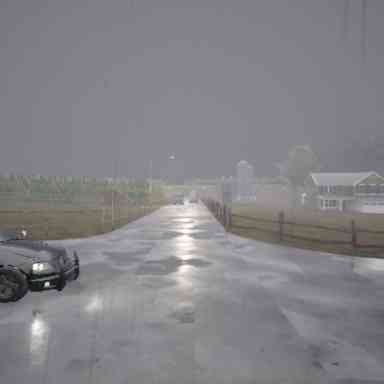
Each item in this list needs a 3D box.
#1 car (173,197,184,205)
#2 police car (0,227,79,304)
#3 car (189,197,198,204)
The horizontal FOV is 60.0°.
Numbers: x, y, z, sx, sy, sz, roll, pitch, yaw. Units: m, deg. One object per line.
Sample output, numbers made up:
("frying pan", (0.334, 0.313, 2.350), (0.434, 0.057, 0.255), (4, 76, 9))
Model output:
("car", (-2.419, 1.637, 59.654), (2.033, 1.411, 5.357), (0, 0, 0))
("police car", (-5.226, 1.393, 7.646), (4.974, 1.542, 2.038), (4, 0, 0))
("car", (0.365, 1.643, 65.862), (2.033, 1.411, 5.357), (0, 0, 0))
